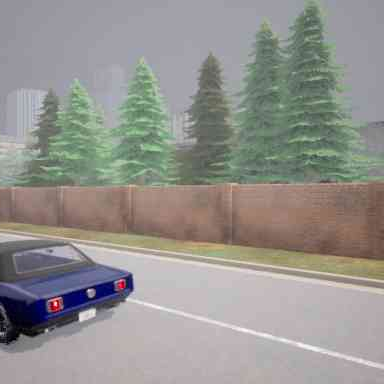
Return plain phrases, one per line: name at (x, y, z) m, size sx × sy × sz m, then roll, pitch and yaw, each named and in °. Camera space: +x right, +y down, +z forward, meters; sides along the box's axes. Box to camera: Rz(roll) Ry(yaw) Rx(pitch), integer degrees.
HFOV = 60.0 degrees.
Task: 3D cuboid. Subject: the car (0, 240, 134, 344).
car at (-3.415, 1.601, 6.413) m, size 4.718 × 1.301 × 1.895 m, roll 0°, pitch 0°, yaw 35°
